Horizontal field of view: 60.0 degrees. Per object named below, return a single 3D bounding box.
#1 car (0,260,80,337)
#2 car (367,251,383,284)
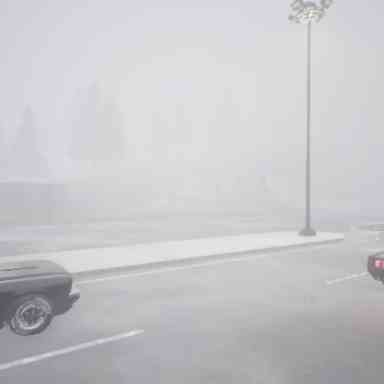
[{"bbox_3d":[-4.256,1.595,5.009,4.718,1.301,1.895,1,0,-36],"label":"car"},{"bbox_3d":[6.478,1.698,8.372,4.718,1.301,1.895,1,0,-36],"label":"car"}]
